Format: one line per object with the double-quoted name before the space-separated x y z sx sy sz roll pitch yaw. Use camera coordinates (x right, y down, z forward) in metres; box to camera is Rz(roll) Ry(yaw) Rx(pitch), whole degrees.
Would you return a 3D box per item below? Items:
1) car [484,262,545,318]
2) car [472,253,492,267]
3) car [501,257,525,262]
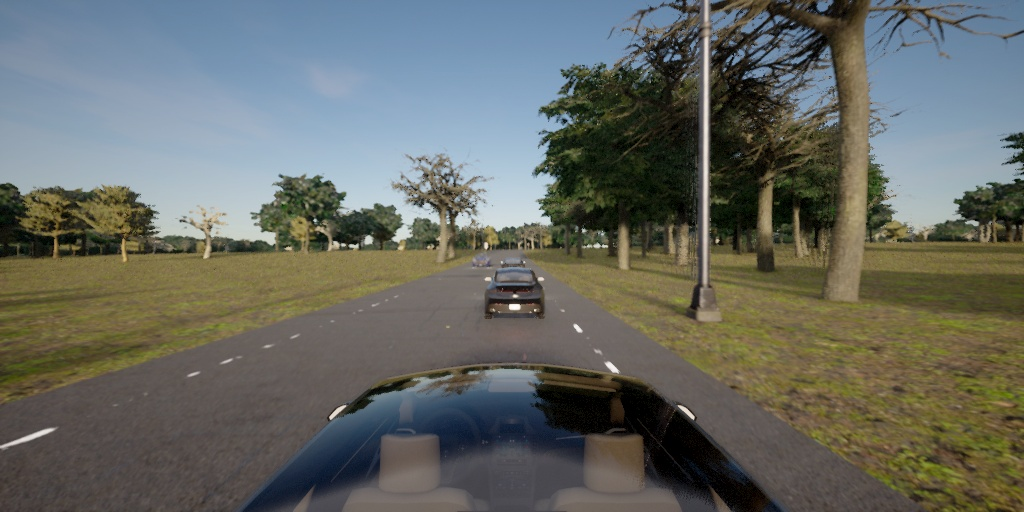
"car" 0.084 1.149 12.476 1.837 1.490 4.892 0 1 0
"car" -3.588 0.422 43.303 2.097 1.767 4.553 0 1 0
"car" 0.088 0.849 29.110 1.882 1.535 5.008 0 1 0
